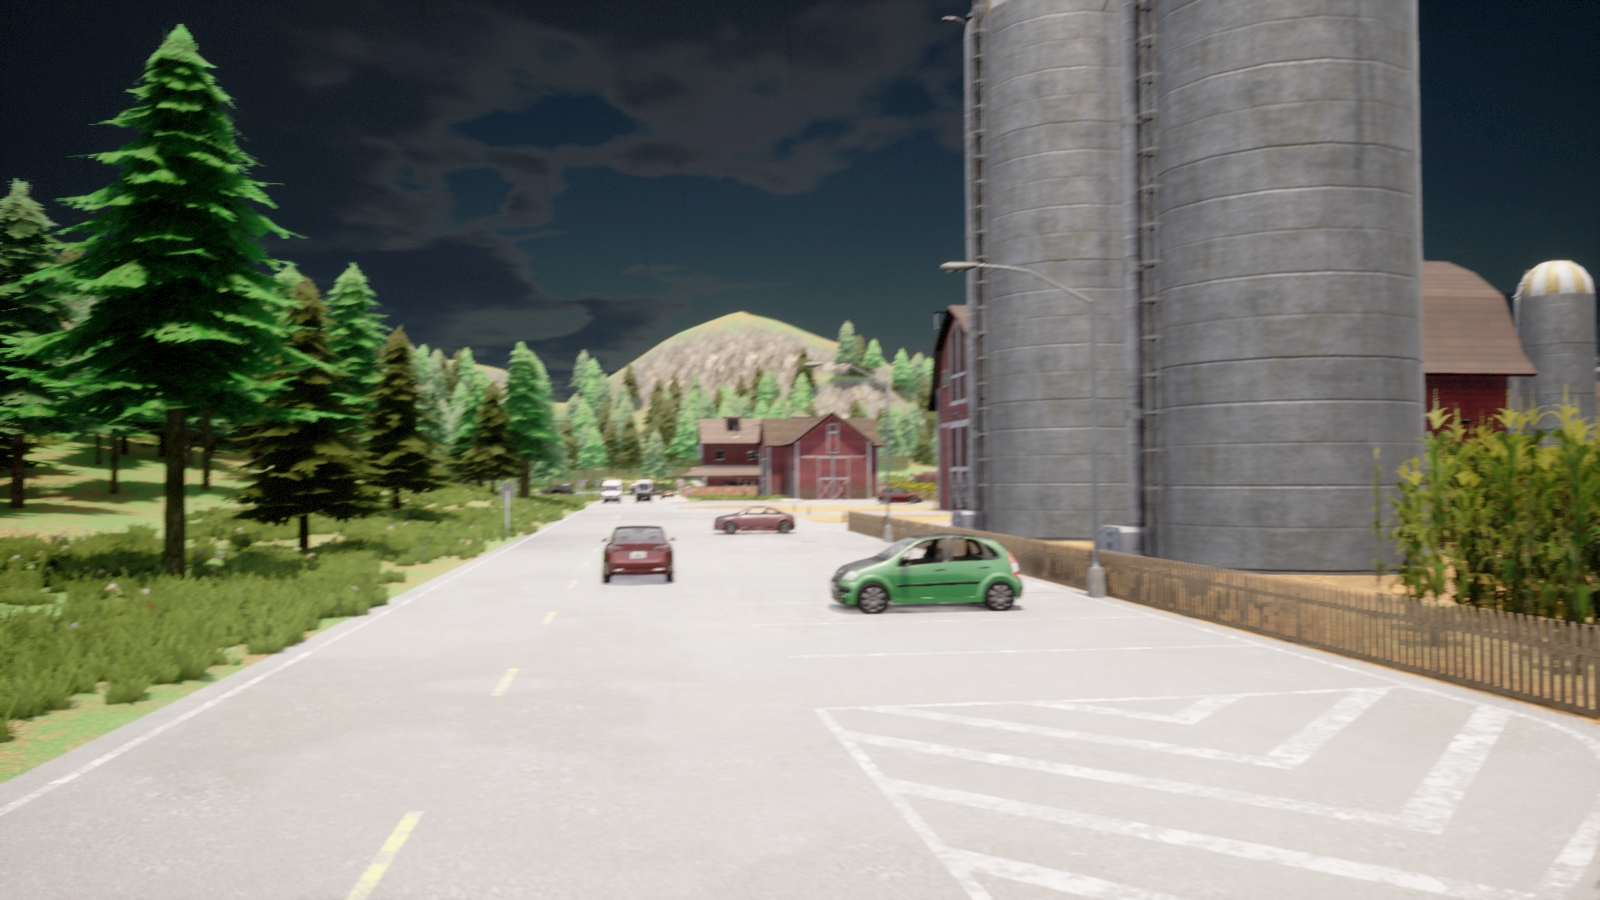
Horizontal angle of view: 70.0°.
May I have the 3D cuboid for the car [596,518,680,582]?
[{"bbox_3d":[-4.560,2.758,32.342,2.163,1.488,4.792,0,-1,-8],"label":"car"}]
